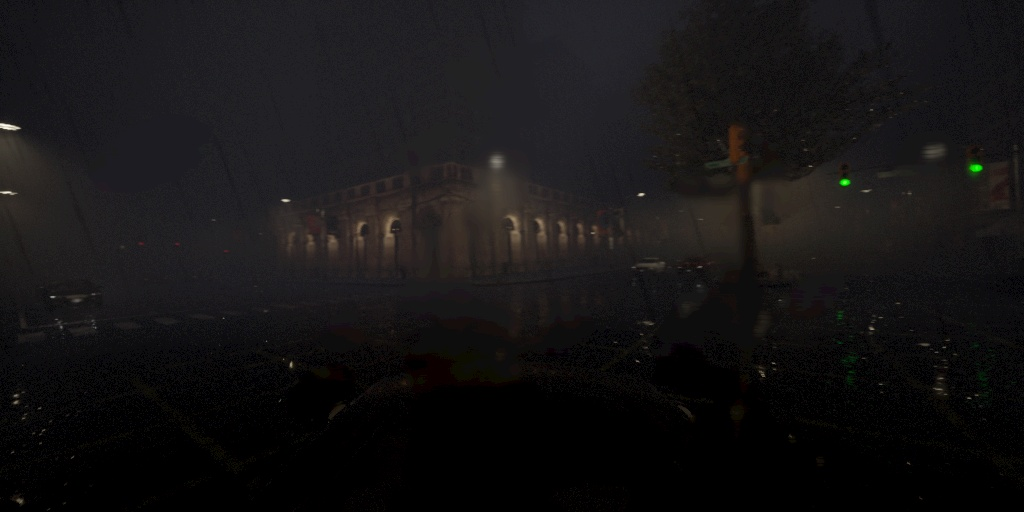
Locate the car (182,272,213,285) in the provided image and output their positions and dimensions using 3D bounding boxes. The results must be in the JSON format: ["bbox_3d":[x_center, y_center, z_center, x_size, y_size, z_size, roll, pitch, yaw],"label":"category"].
[{"bbox_3d":[-36.782,2.545,41.982,5.357,1.411,2.033,-2,0,36],"label":"car"}]

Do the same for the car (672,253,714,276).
[{"bbox_3d":[14.473,0.770,28.482,1.812,1.442,4.674,-2,0,36],"label":"car"}]

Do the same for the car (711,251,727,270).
[{"bbox_3d":[19.756,0.586,35.688,1.812,1.442,4.674,-2,0,37],"label":"car"}]

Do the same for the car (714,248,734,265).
[{"bbox_3d":[25.967,0.066,44.211,2.150,2.045,5.566,-2,0,36],"label":"car"}]

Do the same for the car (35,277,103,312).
[{"bbox_3d":[-23.915,2.055,19.500,4.902,1.511,2.128,-2,0,36],"label":"car"}]

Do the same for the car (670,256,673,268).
[{"bbox_3d":[17.532,0.684,38.549,2.033,1.411,5.357,-2,0,37],"label":"car"}]

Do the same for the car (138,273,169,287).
[{"bbox_3d":[-40.408,2.648,40.321,4.674,1.442,1.812,-2,0,37],"label":"car"}]

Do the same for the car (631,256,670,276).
[{"bbox_3d":[11.779,0.862,30.711,1.812,1.442,4.674,-2,0,36],"label":"car"}]
